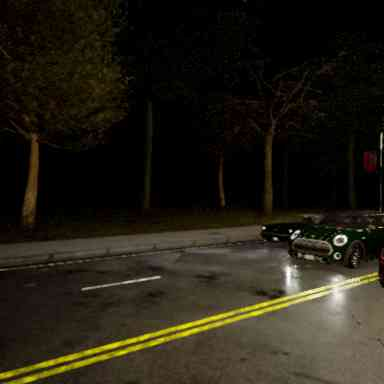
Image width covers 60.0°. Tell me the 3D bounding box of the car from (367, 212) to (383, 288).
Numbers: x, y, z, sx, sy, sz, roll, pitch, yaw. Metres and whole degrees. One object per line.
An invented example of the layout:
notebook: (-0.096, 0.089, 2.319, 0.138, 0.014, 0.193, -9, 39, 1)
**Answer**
car: (6.543, 1.431, 8.099, 4.553, 1.767, 2.097, 1, 0, -35)

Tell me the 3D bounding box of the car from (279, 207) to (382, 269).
car: (5.449, 1.440, 11.556, 4.553, 1.767, 2.097, 1, 0, -35)

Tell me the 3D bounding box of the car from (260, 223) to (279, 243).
car: (5.373, 1.707, 15.495, 4.718, 1.301, 1.895, 1, 0, -35)
